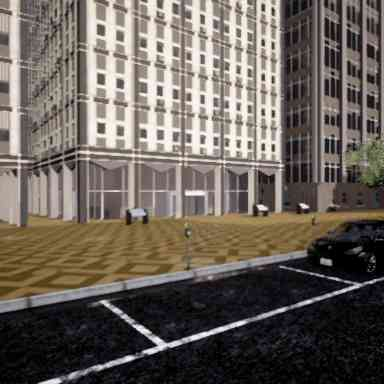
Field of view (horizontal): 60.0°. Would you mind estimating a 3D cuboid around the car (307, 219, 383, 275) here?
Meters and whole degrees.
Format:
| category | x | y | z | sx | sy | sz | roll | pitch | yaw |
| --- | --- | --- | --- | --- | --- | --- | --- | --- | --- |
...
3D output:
| category | x | y | z | sx | sy | sz | roll | pitch | yaw |
| --- | --- | --- | --- | --- | --- | --- | --- | --- | --- |
| car | 5.488 | 1.563 | 10.477 | 4.313 | 1.339 | 1.947 | 0 | 0 | -36 |
